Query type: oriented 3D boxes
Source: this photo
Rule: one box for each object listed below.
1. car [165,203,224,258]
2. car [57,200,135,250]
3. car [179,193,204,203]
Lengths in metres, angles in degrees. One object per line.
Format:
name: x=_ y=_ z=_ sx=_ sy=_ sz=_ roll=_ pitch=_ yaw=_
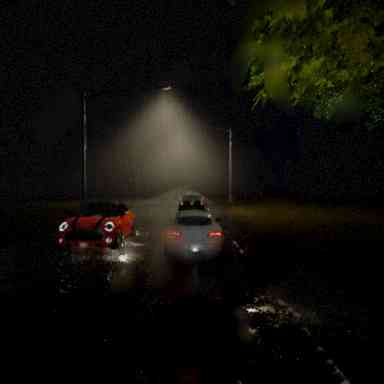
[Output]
car: x=0.078 y=1.348 z=11.766 sx=1.812 sy=1.442 sz=4.674 roll=0 pitch=1 yaw=0
car: x=-3.628 y=1.151 z=13.292 sx=2.097 sy=1.767 sz=4.553 roll=0 pitch=1 yaw=0
car: x=-0.015 y=0.878 z=28.372 sx=2.097 sy=1.767 sz=4.553 roll=0 pitch=1 yaw=0
